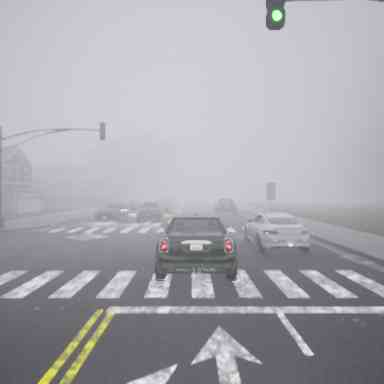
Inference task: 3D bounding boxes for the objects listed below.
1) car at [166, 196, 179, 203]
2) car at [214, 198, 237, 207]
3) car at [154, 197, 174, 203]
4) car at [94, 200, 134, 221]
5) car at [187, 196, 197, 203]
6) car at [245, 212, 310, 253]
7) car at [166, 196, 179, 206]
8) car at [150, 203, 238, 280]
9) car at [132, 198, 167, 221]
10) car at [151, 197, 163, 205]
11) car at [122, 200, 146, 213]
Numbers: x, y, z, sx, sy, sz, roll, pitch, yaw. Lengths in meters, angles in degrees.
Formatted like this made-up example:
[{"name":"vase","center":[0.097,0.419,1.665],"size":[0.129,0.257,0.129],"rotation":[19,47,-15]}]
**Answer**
[{"name":"car","center":[-3.289,1.394,45.394],"size":[2.097,1.767,4.553],"rotation":[0,0,0]},{"name":"car","center":[3.364,1.387,34.336],"size":[2.097,1.767,4.553],"rotation":[0,0,0]},{"name":"car","center":[-3.335,1.562,36.404],"size":[1.812,1.442,4.674],"rotation":[0,0,1]},{"name":"car","center":[-6.578,1.579,27.969],"size":[2.033,1.411,5.357],"rotation":[0,0,1]},{"name":"car","center":[0.023,1.558,68.264],"size":[2.128,1.511,4.902],"rotation":[0,0,0]},{"name":"car","center":[3.353,1.544,13.625],"size":[1.812,1.442,4.674],"rotation":[0,0,0]},{"name":"car","center":[-3.267,1.526,56.277],"size":[1.882,1.535,5.008],"rotation":[0,0,1]},{"name":"car","center":[0.104,1.366,10.187],"size":[2.097,1.767,4.553],"rotation":[0,0,0]},{"name":"car","center":[-3.338,1.536,27.150],"size":[1.837,1.490,4.892],"rotation":[0,0,0]},{"name":"car","center":[-6.481,1.583,61.926],"size":[1.812,1.442,4.674],"rotation":[0,0,0]},{"name":"car","center":[-6.571,1.602,37.952],"size":[1.994,1.385,4.181],"rotation":[0,0,1]}]
